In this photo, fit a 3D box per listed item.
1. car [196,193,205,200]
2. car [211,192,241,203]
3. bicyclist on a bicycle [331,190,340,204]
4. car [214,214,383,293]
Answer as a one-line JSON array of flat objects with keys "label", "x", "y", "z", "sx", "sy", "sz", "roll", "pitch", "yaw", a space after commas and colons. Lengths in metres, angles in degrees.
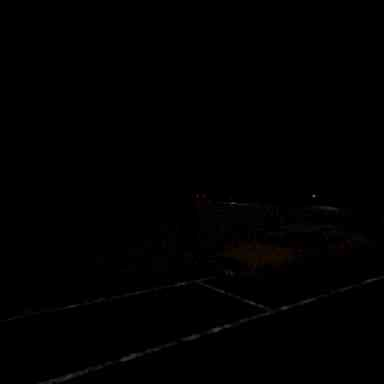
[{"label": "car", "x": 0.165, "y": 0.737, "z": 58.230, "sx": 1.895, "sy": 1.301, "sz": 4.718, "roll": 0, "pitch": 1, "yaw": -34}, {"label": "car", "x": 4.638, "y": 0.739, "z": 46.039, "sx": 1.882, "sy": 1.535, "sz": 5.008, "roll": 0, "pitch": 1, "yaw": -34}, {"label": "bicyclist on a bicycle", "x": 16.874, "y": 0.645, "z": 39.105, "sx": 1.656, "sy": 1.620, "sz": 0.582, "roll": -1, "pitch": 1, "yaw": -34}, {"label": "car", "x": 2.796, "y": 1.426, "z": 8.610, "sx": 4.829, "sy": 1.417, "sz": 1.752, "roll": -1, "pitch": 1, "yaw": -34}]
